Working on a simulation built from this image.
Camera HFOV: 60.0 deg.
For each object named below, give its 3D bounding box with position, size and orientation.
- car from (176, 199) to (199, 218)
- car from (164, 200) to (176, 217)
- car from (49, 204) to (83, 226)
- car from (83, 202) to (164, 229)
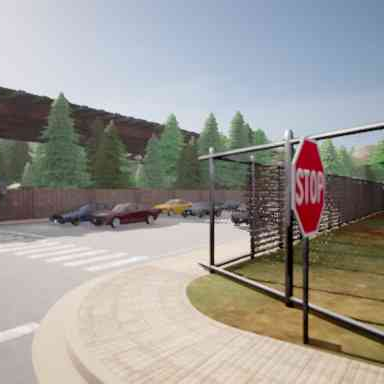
[{"bbox_3d":[0.871,1.556,29.489,1.994,1.385,4.181,0,0,36],"label":"car"},{"bbox_3d":[-1.658,1.468,31.964,1.882,1.535,5.008,0,0,36],"label":"car"},{"bbox_3d":[-7.419,1.537,24.050,2.033,1.411,5.357,0,0,36],"label":"car"},{"bbox_3d":[-4.420,1.469,22.222,1.882,1.535,5.008,0,0,36],"label":"car"}]
